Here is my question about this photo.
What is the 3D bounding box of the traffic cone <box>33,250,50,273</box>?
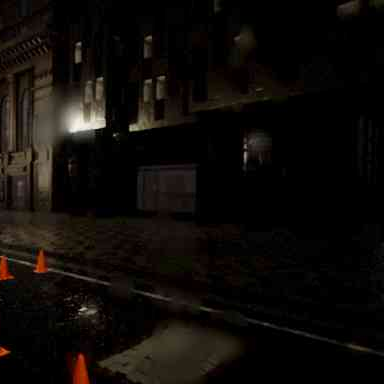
[{"bbox_3d":[-4.215,1.919,9.333,0.340,0.580,0.340,0,0,36],"label":"traffic cone"}]

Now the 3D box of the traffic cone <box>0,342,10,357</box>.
[{"bbox_3d":[-2.747,1.934,4.554,0.340,0.580,0.340,0,0,36],"label":"traffic cone"}]

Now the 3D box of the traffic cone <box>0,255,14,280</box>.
[{"bbox_3d":[-4.803,1.916,8.525,0.340,0.580,0.340,0,0,36],"label":"traffic cone"}]

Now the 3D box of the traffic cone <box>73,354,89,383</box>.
[{"bbox_3d":[-1.130,1.945,3.376,0.340,0.580,0.340,0,0,36],"label":"traffic cone"}]
